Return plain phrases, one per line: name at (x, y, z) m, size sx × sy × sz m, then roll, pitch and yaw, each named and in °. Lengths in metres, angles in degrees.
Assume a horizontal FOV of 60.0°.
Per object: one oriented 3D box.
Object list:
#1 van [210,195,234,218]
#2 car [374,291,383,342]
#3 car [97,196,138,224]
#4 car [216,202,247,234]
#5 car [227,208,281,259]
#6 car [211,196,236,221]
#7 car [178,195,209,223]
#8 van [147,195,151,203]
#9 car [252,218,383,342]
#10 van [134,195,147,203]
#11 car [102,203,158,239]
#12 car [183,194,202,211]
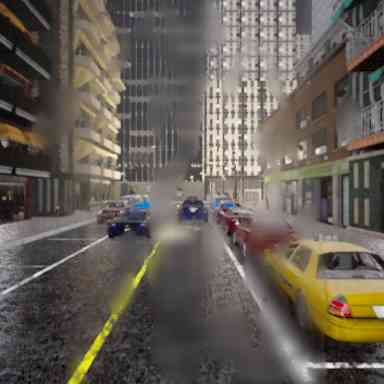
van at (2.563, 1.217, 29.169) m, size 1.690 × 1.788 × 3.998 m, roll 0°, pitch 0°, yaw 0°
car at (2.568, 1.562, 0.722) m, size 1.947 × 1.339 × 4.313 m, roll 0°, pitch 0°, yaw 0°
car at (-5.317, 1.337, 23.472) m, size 1.967 × 1.590 × 4.097 m, roll 0°, pitch 0°, yaw 0°
car at (2.564, 1.463, 17.790) m, size 1.887 × 1.381 × 4.507 m, roll 0°, pitch 0°, yaw 0°
car at (2.566, 1.487, 12.100) m, size 1.887 × 1.381 × 4.507 m, roll 0°, pitch 0°, yaw 0°
car at (2.563, 1.336, 23.479) m, size 1.967 × 1.590 × 4.097 m, roll 0°, pitch 0°, yaw 0°
car at (0.091, 1.247, 24.380) m, size 2.097 × 1.767 × 4.553 m, roll 0°, pitch 0°, yaw 0°
van at (-5.319, 1.197, 34.851) m, size 1.690 × 1.788 × 3.998 m, roll 0°, pitch 0°, yaw 0°
car at (2.567, 1.493, 6.582) m, size 1.752 × 1.417 × 4.829 m, roll 0°, pitch 0°, yaw 0°
van at (-5.318, 1.217, 29.162) m, size 1.690 × 1.788 × 3.998 m, roll 0°, pitch 0°, yaw 0°
car at (-2.853, 1.487, 16.713) m, size 1.994 × 1.385 × 4.181 m, roll 0°, pitch 0°, yaw 0°
car at (0.095, 1.191, 39.576) m, size 2.097 × 1.767 × 4.553 m, roll 0°, pitch 0°, yaw 0°
